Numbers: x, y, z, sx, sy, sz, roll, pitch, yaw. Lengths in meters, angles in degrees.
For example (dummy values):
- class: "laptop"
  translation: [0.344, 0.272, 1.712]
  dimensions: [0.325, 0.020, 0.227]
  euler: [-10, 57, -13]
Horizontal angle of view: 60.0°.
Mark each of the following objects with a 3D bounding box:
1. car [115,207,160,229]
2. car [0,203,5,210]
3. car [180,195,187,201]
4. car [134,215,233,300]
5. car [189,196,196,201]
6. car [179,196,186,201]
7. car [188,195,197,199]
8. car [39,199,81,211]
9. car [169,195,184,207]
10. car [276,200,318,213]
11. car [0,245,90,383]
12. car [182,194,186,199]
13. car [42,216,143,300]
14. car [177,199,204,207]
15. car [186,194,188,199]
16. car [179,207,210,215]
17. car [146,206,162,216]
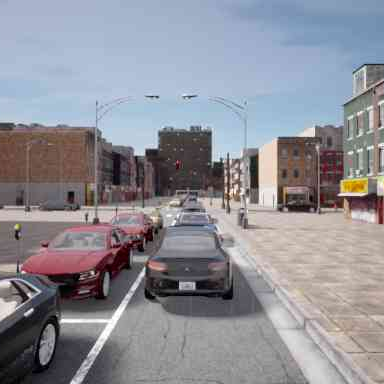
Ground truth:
- class: "car"
  translation: [-2.609, 1.553, 13.931]
  dimensions: [1.887, 1.381, 4.507]
  euler: [0, 0, 0]
- class: "car"
  translation: [-23.224, 1.383, 36.508]
  dimensions: [4.892, 1.490, 1.837]
  euler: [0, 0, 0]
- class: "car"
  translation: [-2.466, 1.672, 94.935]
  dimensions: [1.967, 1.590, 4.097]
  euler: [0, 0, 0]
- class: "car"
  translation: [-0.041, 1.529, 8.302]
  dimensions: [1.812, 1.442, 4.674]
  euler: [0, 0, 1]
- class: "car"
  translation: [0.164, 1.817, 92.089]
  dimensions: [1.895, 1.301, 4.718]
  euler: [0, 0, 0]
- class: "car"
  translation: [-2.476, 1.757, 89.490]
  dimensions: [1.887, 1.381, 4.507]
  euler: [0, 0, 0]
- class: "car"
  translation: [0.146, 1.539, 81.908]
  dimensions: [2.097, 1.767, 4.553]
  euler: [0, 0, 0]
- class: "car"
  translation: [-14.473, 1.505, 36.536]
  dimensions: [4.181, 1.385, 1.994]
  euler: [0, 0, 0]
- class: "car"
  translation: [-2.544, 1.606, 51.212]
  dimensions: [1.752, 1.417, 4.829]
  euler: [0, 0, 0]
- class: "car"
  translation: [12.521, 1.685, 39.575]
  dimensions: [5.008, 1.535, 1.882]
  euler: [1, 0, 0]
- class: "car"
  translation: [-2.628, 1.552, 2.942]
  dimensions: [2.008, 1.369, 4.403]
  euler: [0, 0, 0]
- class: "car"
  translation: [-2.533, 1.411, 56.826]
  dimensions: [2.192, 1.841, 5.009]
  euler: [0, 0, 0]
- class: "car"
  translation: [-2.619, 1.548, 8.436]
  dimensions: [1.887, 1.381, 4.507]
  euler: [0, 0, 0]
- class: "car"
  translation: [0.157, 1.530, 25.967]
  dimensions: [1.837, 1.490, 4.892]
  euler: [0, 0, 2]
- class: "car"
  translation: [-2.496, 1.695, 78.431]
  dimensions: [1.752, 1.417, 4.829]
  euler: [0, 0, 0]
- class: "car"
  translation: [0.122, 1.611, 15.666]
  dimensions: [1.895, 1.301, 4.718]
  euler: [0, 0, 0]
- class: "car"
  translation: [-2.600, 1.540, 19.255]
  dimensions: [1.752, 1.417, 4.829]
  euler: [0, 0, 0]
